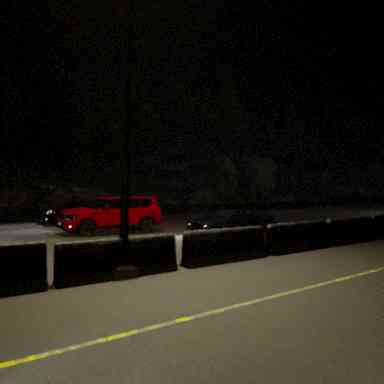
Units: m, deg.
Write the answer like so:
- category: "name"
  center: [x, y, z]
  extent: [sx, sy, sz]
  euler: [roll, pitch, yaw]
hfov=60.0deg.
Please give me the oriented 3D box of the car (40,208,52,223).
- category: "car"
  center: [-8.348, 1.339, 23.751]
  extent: [4.553, 1.767, 2.097]
  euler: [0, 0, -35]

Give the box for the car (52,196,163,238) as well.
- category: "car"
  center: [-4.270, 1.224, 18.061]
  extent: [5.566, 2.045, 2.150]
  euler: [0, 0, -35]

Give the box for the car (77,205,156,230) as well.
- category: "car"
  center: [-4.895, 1.604, 21.891]
  extent: [4.718, 1.301, 1.895]
  euler: [0, 0, -35]

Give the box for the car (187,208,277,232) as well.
- category: "car"
  center: [2.333, 1.579, 18.391]
  extent: [5.357, 1.411, 2.033]
  euler: [0, 0, -35]
